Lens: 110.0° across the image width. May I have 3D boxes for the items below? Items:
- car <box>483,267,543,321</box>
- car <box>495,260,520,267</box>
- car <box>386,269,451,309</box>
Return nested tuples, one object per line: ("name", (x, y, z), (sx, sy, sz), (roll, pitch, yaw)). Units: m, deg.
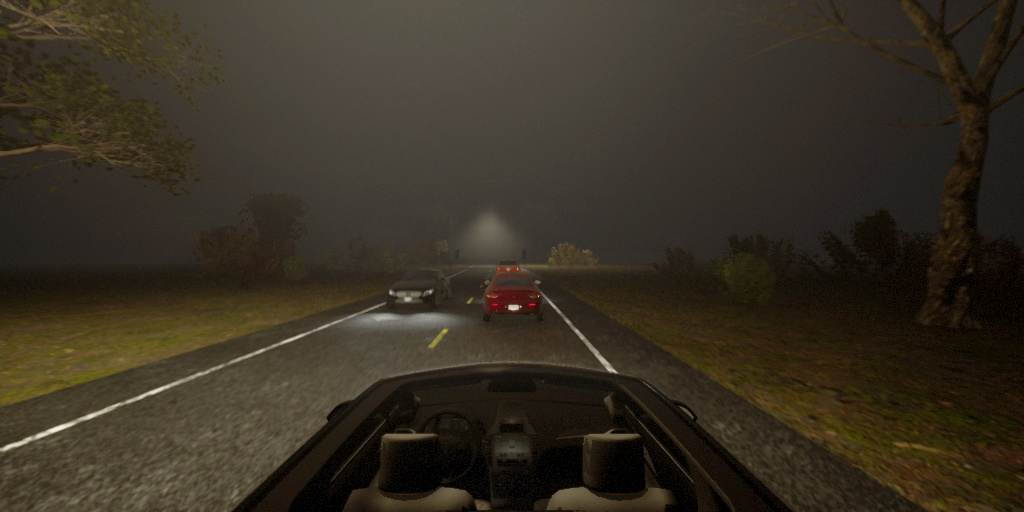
("car", (0.023, 1.272, 12.343), (1.812, 1.442, 4.674), (0, 0, -1))
("car", (-0.366, 1.085, 30.904), (2.097, 1.767, 4.553), (0, 0, -2))
("car", (-3.710, 1.273, 14.987), (1.812, 1.442, 4.674), (0, 0, -1))
